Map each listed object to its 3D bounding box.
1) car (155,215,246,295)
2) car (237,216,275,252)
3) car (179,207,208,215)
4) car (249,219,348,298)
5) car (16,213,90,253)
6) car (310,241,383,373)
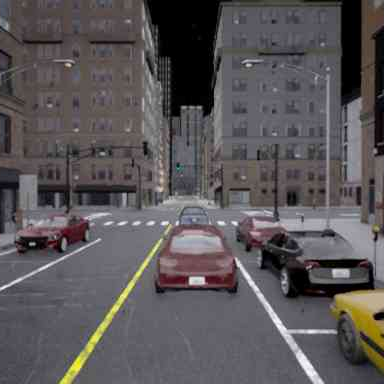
[{"bbox_3d":[0.099,1.571,8.757,1.812,1.442,4.674,0,0,0],"label":"car"},{"bbox_3d":[2.870,1.654,14.062,1.802,1.307,4.206,-1,0,0],"label":"car"},{"bbox_3d":[0.098,1.659,21.680,2.033,1.411,5.357,0,0,0],"label":"car"},{"bbox_3d":[2.868,1.610,8.477,1.947,1.339,4.313,-1,0,0],"label":"car"},{"bbox_3d":[-5.675,1.617,14.063,1.887,1.381,4.507,-1,0,0],"label":"car"},{"bbox_3d":[2.866,1.542,3.061,1.752,1.417,4.829,-1,0,0],"label":"car"}]
